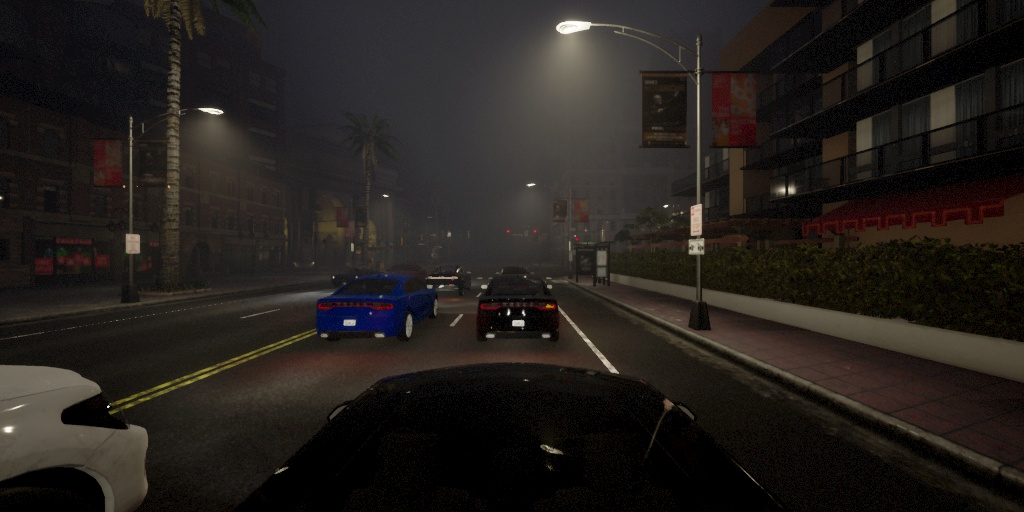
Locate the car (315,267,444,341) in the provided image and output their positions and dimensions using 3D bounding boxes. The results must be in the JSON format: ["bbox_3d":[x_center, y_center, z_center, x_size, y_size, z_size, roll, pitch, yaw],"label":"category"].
[{"bbox_3d":[-3.360,1.228,9.883,1.882,1.535,5.008,0,0,0],"label":"car"}]

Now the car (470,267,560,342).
[{"bbox_3d":[0.135,1.228,9.848,1.882,1.535,5.008,0,0,0],"label":"car"}]

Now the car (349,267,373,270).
[{"bbox_3d":[-10.415,1.406,24.530,1.895,1.301,4.718,0,0,0],"label":"car"}]

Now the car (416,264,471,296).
[{"bbox_3d":[-3.334,1.242,19.388,2.128,1.511,4.902,0,0,0],"label":"car"}]

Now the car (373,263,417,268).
[{"bbox_3d":[-6.931,1.228,23.281,1.882,1.535,5.008,0,0,1],"label":"car"}]
